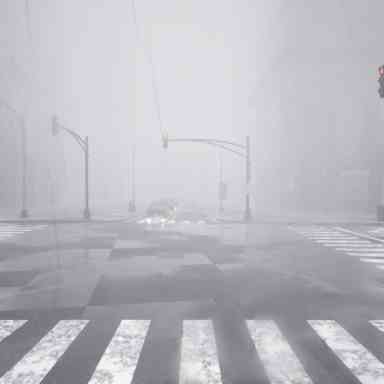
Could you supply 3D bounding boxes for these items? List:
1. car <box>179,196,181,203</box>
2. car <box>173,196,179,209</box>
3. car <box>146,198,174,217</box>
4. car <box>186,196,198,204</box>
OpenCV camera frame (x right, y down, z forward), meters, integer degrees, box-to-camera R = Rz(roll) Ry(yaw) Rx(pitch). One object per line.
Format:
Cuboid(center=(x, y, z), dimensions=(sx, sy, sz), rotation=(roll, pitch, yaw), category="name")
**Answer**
Cuboid(center=(-3.115, 1.553, 51.489), dimensions=(1.994, 1.385, 4.181), rotation=(0, 0, 1), category="car")
Cuboid(center=(-3.128, 1.538, 41.447), dimensions=(2.033, 1.411, 5.357), rotation=(0, 0, 0), category="car")
Cuboid(center=(-3.123, 1.540, 31.334), dimensions=(2.033, 1.411, 5.357), rotation=(0, 0, 0), category="car")
Cuboid(center=(-0.021, 1.514, 62.664), dimensions=(1.812, 1.442, 4.674), rotation=(0, 0, 0), category="car")
